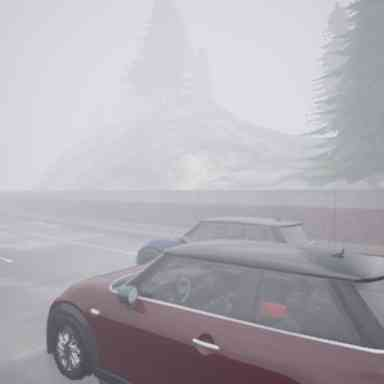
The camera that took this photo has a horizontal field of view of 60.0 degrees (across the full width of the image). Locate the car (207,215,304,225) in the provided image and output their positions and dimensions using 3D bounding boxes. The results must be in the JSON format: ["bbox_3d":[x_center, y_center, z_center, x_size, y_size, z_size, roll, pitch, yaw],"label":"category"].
[{"bbox_3d":[0.755,1.370,7.955,4.553,1.767,2.097,0,0,37],"label":"car"}]

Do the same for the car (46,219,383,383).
[{"bbox_3d":[0.269,1.361,3.947,4.553,1.767,2.097,0,0,36],"label":"car"}]
